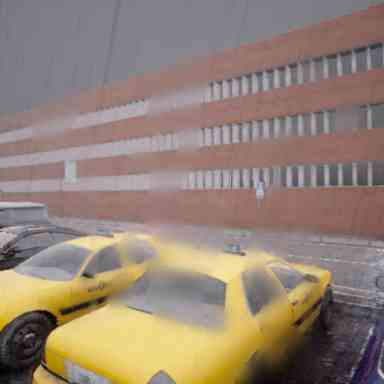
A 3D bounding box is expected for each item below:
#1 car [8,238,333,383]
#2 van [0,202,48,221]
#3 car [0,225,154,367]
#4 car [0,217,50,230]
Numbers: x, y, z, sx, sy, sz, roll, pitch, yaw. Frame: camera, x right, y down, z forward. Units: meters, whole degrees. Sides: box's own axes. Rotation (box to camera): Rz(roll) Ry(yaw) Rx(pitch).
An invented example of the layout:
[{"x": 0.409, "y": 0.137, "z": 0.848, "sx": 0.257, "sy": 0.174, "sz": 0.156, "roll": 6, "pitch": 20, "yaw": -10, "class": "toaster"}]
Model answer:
[{"x": 0.631, "y": 1.485, "z": 4.767, "sx": 1.946, "sy": 1.575, "sz": 5.366, "roll": 0, "pitch": 0, "yaw": 35, "class": "car"}, {"x": -6.454, "y": 1.293, "z": 9.433, "sx": 1.878, "sy": 1.987, "sz": 4.442, "roll": 0, "pitch": 0, "yaw": 35, "class": "van"}, {"x": -1.887, "y": 1.495, "z": 6.102, "sx": 1.946, "sy": 1.575, "sz": 5.366, "roll": 0, "pitch": 0, "yaw": 35, "class": "car"}, {"x": -4.081, "y": 1.549, "z": 7.892, "sx": 2.002, "sy": 1.452, "sz": 4.674, "roll": 0, "pitch": 0, "yaw": 35, "class": "car"}]
